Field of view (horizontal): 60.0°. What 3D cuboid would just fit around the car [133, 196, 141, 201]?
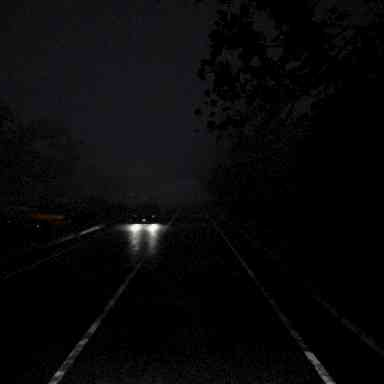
[{"bbox_3d":[-10.049,1.657,44.803,5.366,1.575,1.946,0,-1,0],"label":"car"}]

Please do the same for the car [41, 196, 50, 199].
[{"bbox_3d":[-23.282,1.723,47.758,4.792,1.488,2.163,0,-1,0],"label":"car"}]

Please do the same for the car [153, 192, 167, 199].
[{"bbox_3d":[-10.393,1.510,94.173,4.792,1.488,2.163,0,0,0],"label":"car"}]

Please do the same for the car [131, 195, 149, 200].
[{"bbox_3d":[-10.403,1.793,56.029,5.366,1.575,1.946,0,-1,0],"label":"car"}]

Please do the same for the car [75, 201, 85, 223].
[{"bbox_3d":[-10.240,1.572,22.726,4.792,1.488,2.163,0,0,0],"label":"car"}]

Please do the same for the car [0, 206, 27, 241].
[{"bbox_3d":[-10.275,1.513,14.398,4.892,1.521,2.231,0,0,0],"label":"car"}]

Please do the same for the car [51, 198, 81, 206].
[{"bbox_3d":[-23.259,1.893,61.607,4.792,1.488,2.163,0,-1,0],"label":"car"}]

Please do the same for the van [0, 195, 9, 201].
[{"bbox_3d":[-23.219,1.369,36.704,4.442,1.987,1.878,0,0,0],"label":"van"}]

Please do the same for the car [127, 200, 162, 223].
[{"bbox_3d":[-3.359,1.606,25.964,2.033,1.411,5.357,0,0,0],"label":"car"}]

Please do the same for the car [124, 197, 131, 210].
[{"bbox_3d":[-10.237,1.612,39.384,4.892,1.521,2.231,0,-1,0],"label":"car"}]

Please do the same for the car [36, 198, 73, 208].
[{"bbox_3d":[-23.112,1.792,56.067,5.366,1.575,1.946,0,-1,0],"label":"car"}]

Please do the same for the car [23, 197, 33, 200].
[{"bbox_3d":[-23.348,1.661,42.094,4.792,1.488,2.163,0,-1,0],"label":"car"}]

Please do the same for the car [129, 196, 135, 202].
[{"bbox_3d":[-10.424,1.630,42.151,5.366,1.575,1.946,0,-1,0],"label":"car"}]

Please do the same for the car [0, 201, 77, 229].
[{"bbox_3d":[-10.088,1.529,19.949,5.366,1.575,1.946,0,0,0],"label":"car"}]

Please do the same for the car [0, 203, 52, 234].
[{"bbox_3d":[-10.284,1.523,17.174,4.892,1.521,2.231,0,0,0],"label":"car"}]

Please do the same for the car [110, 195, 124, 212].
[{"bbox_3d":[-10.279,1.469,36.605,4.553,1.767,2.185,0,0,0],"label":"car"}]

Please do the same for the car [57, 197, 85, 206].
[{"bbox_3d":[-23.316,1.771,64.254,4.553,1.767,2.185,0,-1,0],"label":"car"}]

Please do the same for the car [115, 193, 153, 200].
[{"bbox_3d":[-10.242,1.579,58.808,5.566,2.045,2.435,0,-1,0],"label":"car"}]

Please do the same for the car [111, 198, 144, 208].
[{"bbox_3d":[-10.228,1.763,53.252,4.892,1.521,2.231,0,-1,0],"label":"car"}]

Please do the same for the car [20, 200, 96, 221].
[{"bbox_3d":[-10.235,1.582,25.502,4.792,1.488,2.163,0,0,0],"label":"car"}]

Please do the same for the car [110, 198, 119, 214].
[{"bbox_3d":[-10.281,1.612,33.831,4.792,1.488,2.163,0,0,0],"label":"car"}]

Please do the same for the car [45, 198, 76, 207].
[{"bbox_3d":[-23.290,1.870,58.837,4.674,1.452,2.002,0,-1,0],"label":"car"}]

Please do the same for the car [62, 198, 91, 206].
[{"bbox_3d":[-23.275,1.930,67.024,5.008,1.535,2.097,0,-1,0],"label":"car"}]

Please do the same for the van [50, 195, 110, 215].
[{"bbox_3d":[-10.373,1.346,31.055,4.442,1.987,1.878,0,0,0],"label":"van"}]

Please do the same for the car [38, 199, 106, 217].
[{"bbox_3d":[-10.231,1.592,28.278,4.792,1.488,2.163,0,0,0],"label":"car"}]

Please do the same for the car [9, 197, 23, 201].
[{"bbox_3d":[-23.352,1.640,39.455,4.792,1.488,2.163,0,0,0],"label":"car"}]

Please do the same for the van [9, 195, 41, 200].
[{"bbox_3d":[-23.431,1.434,44.868,4.442,1.987,1.878,0,-1,0],"label":"van"}]

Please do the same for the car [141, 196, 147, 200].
[{"bbox_3d":[-10.041,1.725,50.476,5.366,1.575,1.946,0,-1,0],"label":"car"}]
